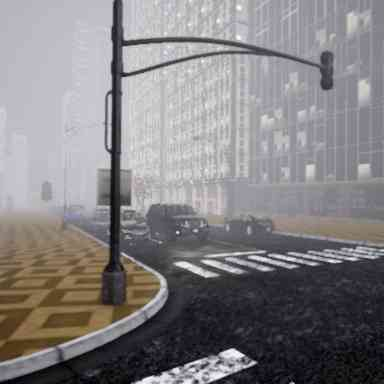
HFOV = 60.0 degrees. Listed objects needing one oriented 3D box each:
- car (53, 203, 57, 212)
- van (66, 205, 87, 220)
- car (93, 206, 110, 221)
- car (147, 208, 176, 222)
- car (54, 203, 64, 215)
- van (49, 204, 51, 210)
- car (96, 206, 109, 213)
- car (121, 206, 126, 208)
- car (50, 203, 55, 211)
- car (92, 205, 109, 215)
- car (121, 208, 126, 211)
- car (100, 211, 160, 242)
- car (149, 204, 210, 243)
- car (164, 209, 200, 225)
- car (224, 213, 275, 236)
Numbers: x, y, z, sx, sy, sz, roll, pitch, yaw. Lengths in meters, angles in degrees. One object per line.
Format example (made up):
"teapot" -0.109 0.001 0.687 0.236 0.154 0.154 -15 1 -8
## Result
"car" -23.321 3.136 59.433 1.752 1.417 4.829 0 -1 -26
"van" -13.547 2.372 39.368 1.690 1.788 3.998 0 -1 -26
"car" -9.794 2.494 37.628 1.837 1.490 4.892 1 -2 -26
"car" -3.548 2.583 37.973 1.947 1.339 4.313 0 -1 -26
"car" -20.932 3.019 54.529 2.008 1.369 4.403 0 -1 -26
"van" -28.322 3.254 69.699 1.690 1.788 3.998 0 -1 -26
"car" -18.323 3.476 68.306 1.802 1.307 4.206 0 -1 -26
"car" -10.886 2.488 47.010 2.150 2.045 5.566 1 -2 -25
"car" -25.857 3.309 64.640 1.887 1.381 4.507 0 -1 -26
"car" -15.574 3.047 56.548 1.837 1.490 4.892 1 -2 -26
"car" -5.384 2.298 28.569 1.994 1.385 4.181 1 -2 -25
"car" -3.694 2.012 19.140 2.008 1.369 4.403 0 -1 -26
"car" -1.013 1.704 19.584 2.150 2.045 5.566 1 -2 -26
"car" -1.085 2.440 32.918 1.947 1.339 4.313 0 -1 -26
"car" 3.839 2.142 22.807 2.008 1.369 4.403 0 -1 -26
